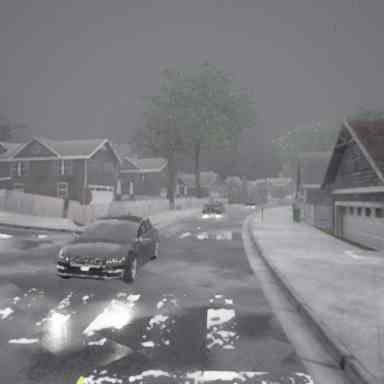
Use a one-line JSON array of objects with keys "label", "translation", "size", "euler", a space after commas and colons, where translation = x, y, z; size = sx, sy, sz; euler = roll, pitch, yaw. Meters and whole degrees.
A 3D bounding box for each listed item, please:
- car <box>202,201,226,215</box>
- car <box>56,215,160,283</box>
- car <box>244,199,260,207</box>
[{"label": "car", "translation": [2.457, 1.717, 36.670], "size": [1.994, 1.385, 4.181], "euler": [0, 0, 16]}, {"label": "car", "translation": [-2.167, 1.490, 9.868], "size": [1.837, 1.490, 4.892], "euler": [3, 0, 5]}, {"label": "car", "translation": [10.819, 1.896, 59.540], "size": [2.033, 1.411, 5.357], "euler": [-1, -1, 25]}]
